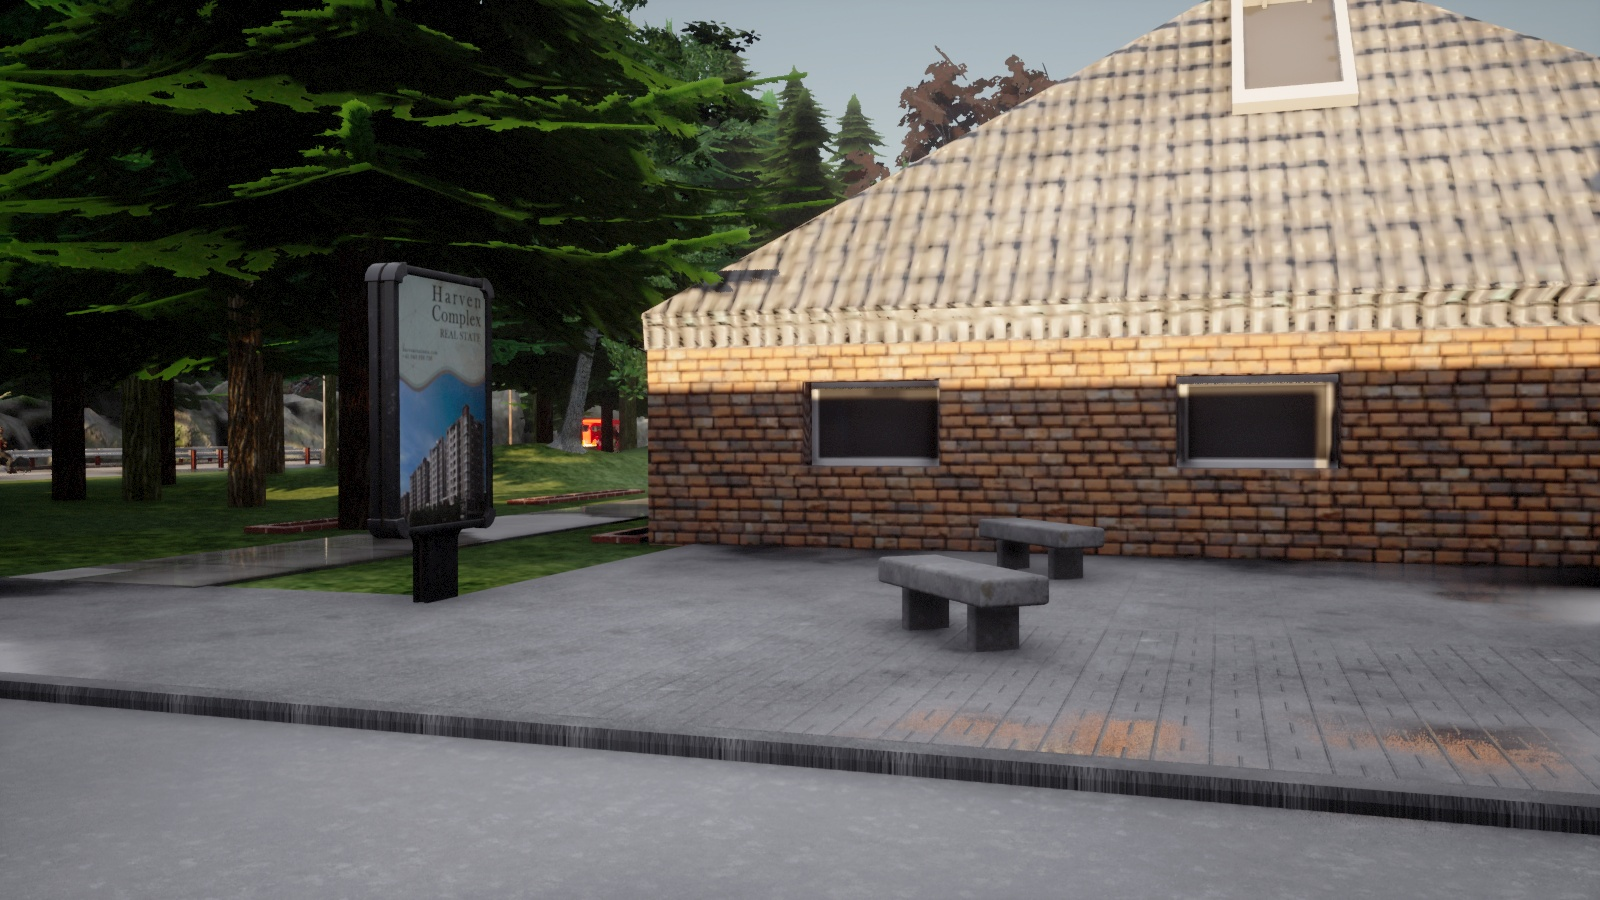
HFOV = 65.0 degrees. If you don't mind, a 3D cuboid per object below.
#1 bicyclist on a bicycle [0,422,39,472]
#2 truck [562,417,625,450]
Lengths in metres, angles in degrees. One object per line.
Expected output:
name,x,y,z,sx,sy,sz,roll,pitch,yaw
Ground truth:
bicyclist on a bicycle,-28.465,-0.133,45.199,0.659,1.776,1.843,1,1,18
truck,-15.737,-1.258,96.118,2.627,2.467,5.204,1,1,18
